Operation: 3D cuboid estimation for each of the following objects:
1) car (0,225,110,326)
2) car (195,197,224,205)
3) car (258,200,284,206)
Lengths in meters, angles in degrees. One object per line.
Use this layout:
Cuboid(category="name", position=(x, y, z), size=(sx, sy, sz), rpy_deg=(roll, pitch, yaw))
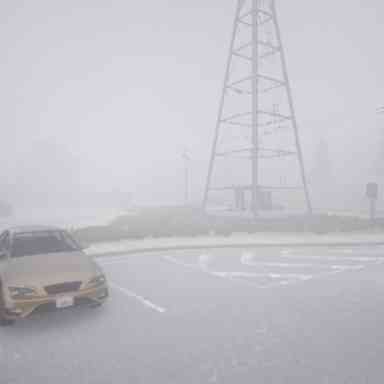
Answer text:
Cuboid(category="car", position=(-3.272, 1.506, 7.146), size=(1.816, 1.474, 4.193), rpy_deg=(0, 0, -35))
Cuboid(category="car", position=(2.554, 1.491, 52.252), size=(5.008, 1.535, 1.882), rpy_deg=(0, 0, 32))
Cuboid(category="car", position=(8.637, 1.576, 38.216), size=(1.994, 1.385, 4.181), rpy_deg=(0, 0, -34))
